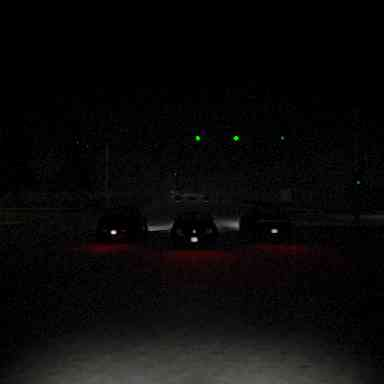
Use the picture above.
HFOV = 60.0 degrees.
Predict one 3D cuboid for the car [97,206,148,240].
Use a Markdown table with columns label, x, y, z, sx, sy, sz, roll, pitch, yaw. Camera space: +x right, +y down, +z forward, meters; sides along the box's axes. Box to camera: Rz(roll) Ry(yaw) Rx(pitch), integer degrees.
| label | x | y | z | sx | sy | sz | roll | pitch | yaw |
| --- | --- | --- | --- | --- | --- | --- | --- | --- | --- |
| car | -3.401 | 1.494 | 16.858 | 1.837 | 1.490 | 4.892 | 0 | 0 | 0 |

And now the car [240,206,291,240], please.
| label | x | y | z | sx | sy | sz | roll | pitch | yaw |
| --- | --- | --- | --- | --- | --- | --- | --- | --- | --- |
| car | 3.599 | 1.480 | 16.913 | 2.128 | 1.511 | 4.902 | 0 | 0 | 0 |

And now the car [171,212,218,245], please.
| label | x | y | z | sx | sy | sz | roll | pitch | yaw |
| --- | --- | --- | --- | --- | --- | --- | --- | --- | --- |
| car | 0.099 | 1.591 | 15.442 | 1.895 | 1.301 | 4.718 | 0 | 0 | 0 |

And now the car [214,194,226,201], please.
| label | x | y | z | sx | sy | sz | roll | pitch | yaw |
| --- | --- | --- | --- | --- | --- | --- | --- | --- | --- |
| car | 6.996 | 1.465 | 79.431 | 1.812 | 1.442 | 4.674 | 0 | 0 | 0 |

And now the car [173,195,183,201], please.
| label | x | y | z | sx | sy | sz | roll | pitch | yaw |
| --- | --- | --- | --- | --- | --- | --- | --- | --- | --- |
| car | -3.504 | 1.477 | 79.014 | 2.033 | 1.411 | 5.357 | 0 | 0 | 0 |

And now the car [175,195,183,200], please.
| label | x | y | z | sx | sy | sz | roll | pitch | yaw |
| --- | --- | --- | --- | --- | --- | --- | --- | --- | --- |
| car | -3.504 | 1.445 | 89.464 | 1.895 | 1.301 | 4.718 | 0 | 0 | 0 |

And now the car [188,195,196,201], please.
| label | x | y | z | sx | sy | sz | roll | pitch | yaw |
| --- | --- | --- | --- | --- | --- | --- | --- | --- | --- |
| car | -0.004 | 1.462 | 79.014 | 2.128 | 1.511 | 4.902 | 0 | 0 | 0 |

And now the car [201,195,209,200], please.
| label | x | y | z | sx | sy | sz | roll | pitch | yaw |
| --- | --- | --- | --- | --- | --- | --- | --- | --- | --- |
| car | 3.496 | 1.403 | 89.434 | 1.994 | 1.385 | 4.181 | 0 | 0 | 0 |

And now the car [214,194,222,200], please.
| label | x | y | z | sx | sy | sz | roll | pitch | yaw |
| --- | --- | --- | --- | --- | --- | --- | --- | --- | --- |
| car | 6.996 | 1.328 | 89.434 | 1.882 | 1.535 | 5.008 | 0 | 0 | 0 |

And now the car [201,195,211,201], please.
| label | x | y | z | sx | sy | sz | roll | pitch | yaw |
| --- | --- | --- | --- | --- | --- | --- | --- | --- | --- |
| car | 3.496 | 1.477 | 79.014 | 2.033 | 1.411 | 5.357 | 0 | 0 | 0 |
